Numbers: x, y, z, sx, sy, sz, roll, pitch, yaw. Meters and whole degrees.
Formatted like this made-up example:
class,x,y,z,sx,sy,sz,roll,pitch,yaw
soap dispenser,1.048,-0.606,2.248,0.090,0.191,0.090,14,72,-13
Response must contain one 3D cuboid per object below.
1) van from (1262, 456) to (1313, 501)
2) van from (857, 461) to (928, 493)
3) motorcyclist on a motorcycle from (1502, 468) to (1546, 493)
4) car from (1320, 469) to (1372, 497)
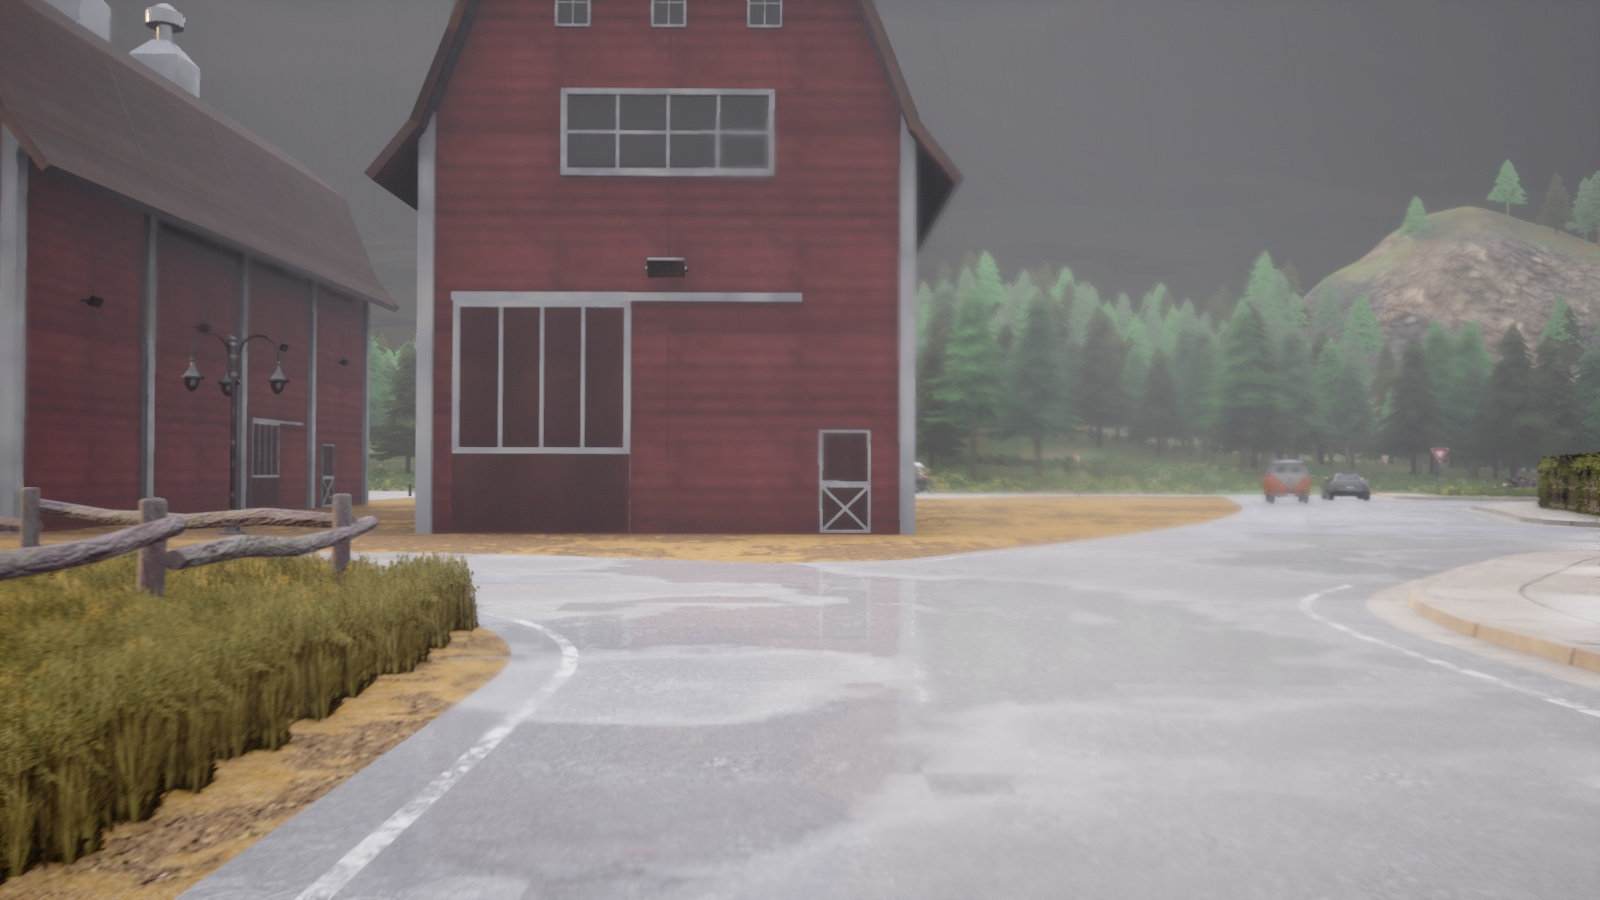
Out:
class,x,y,z,sx,sy,sz,roll,pitch,yaw
van,22.551,1.287,58.216,1.775,1.987,4.442,-1,-1,16
van,6.024,1.787,81.996,4.480,2.038,2.069,0,-1,0
motorcyclist on a motorcycle,45.146,1.878,78.318,2.191,1.530,0.866,0,-1,0
car,27.907,1.660,64.258,1.994,1.385,4.181,-1,-1,17
